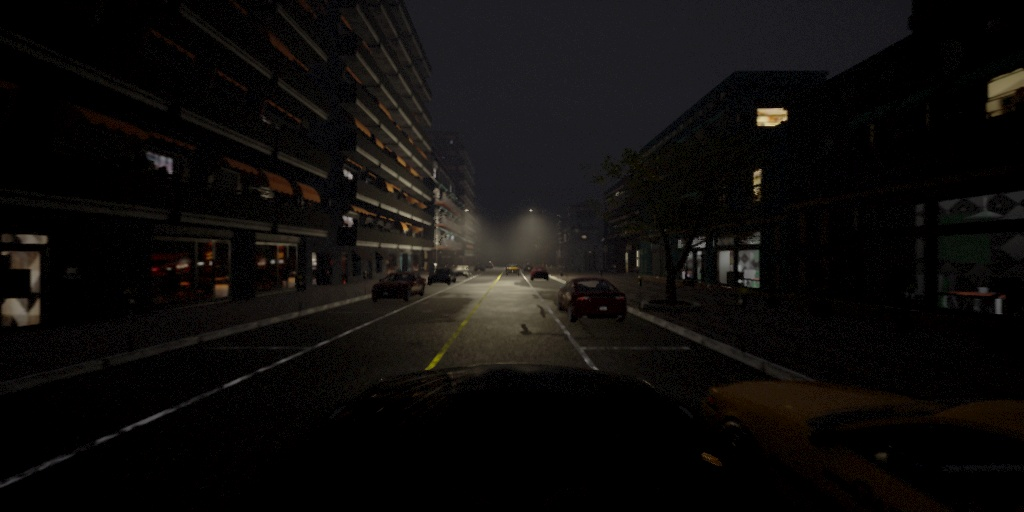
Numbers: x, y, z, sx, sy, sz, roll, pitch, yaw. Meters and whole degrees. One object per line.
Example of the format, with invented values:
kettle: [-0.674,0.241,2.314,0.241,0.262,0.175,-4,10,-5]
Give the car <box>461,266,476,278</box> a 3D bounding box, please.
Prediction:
car: [-5.705,1.782,41.159,2.007,1.370,4.403,0,0,0]

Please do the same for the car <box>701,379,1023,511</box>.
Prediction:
car: [2.690,1.272,1.565,1.751,1.417,4.829,0,0,0]

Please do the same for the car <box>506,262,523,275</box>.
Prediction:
car: [0.084,1.821,49.313,2.128,1.511,4.902,0,-1,0]

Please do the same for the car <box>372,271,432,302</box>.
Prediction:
car: [-5.697,1.498,18.452,1.888,1.381,4.507,0,0,0]

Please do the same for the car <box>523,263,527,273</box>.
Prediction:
car: [2.670,2.007,58.165,1.948,1.339,4.313,0,0,0]

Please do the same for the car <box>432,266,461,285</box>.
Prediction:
car: [-5.701,1.658,29.806,1.948,1.339,4.313,0,0,0]

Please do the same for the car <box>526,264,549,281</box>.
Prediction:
car: [2.678,1.744,35.457,1.802,1.307,4.207,0,0,0]

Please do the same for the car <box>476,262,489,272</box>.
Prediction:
car: [-5.713,2.077,63.868,1.948,1.339,4.313,0,0,0]

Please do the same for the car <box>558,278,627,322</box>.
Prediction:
car: [2.685,1.430,12.749,1.888,1.381,4.507,0,0,0]
